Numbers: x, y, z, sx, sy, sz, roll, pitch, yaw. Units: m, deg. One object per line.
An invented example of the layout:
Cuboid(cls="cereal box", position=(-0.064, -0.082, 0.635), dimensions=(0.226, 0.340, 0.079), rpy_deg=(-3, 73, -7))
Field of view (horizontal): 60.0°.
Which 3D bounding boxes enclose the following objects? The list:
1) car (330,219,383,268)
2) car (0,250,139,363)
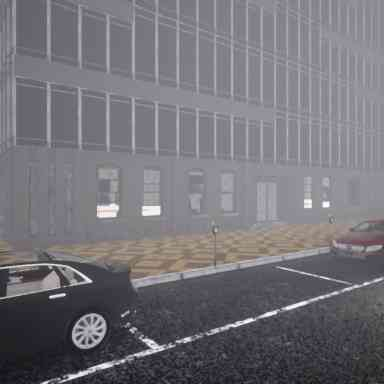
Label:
Cuboid(cls="car", position=(6.367, 1.582, 11.121), dimensions=(4.206, 1.307, 1.802), rpy_deg=(0, 0, -36))
Cuboid(cls="car", position=(-2.891, 1.551, 4.497), dimensions=(4.403, 1.369, 2.008), rpy_deg=(0, 0, -36))
